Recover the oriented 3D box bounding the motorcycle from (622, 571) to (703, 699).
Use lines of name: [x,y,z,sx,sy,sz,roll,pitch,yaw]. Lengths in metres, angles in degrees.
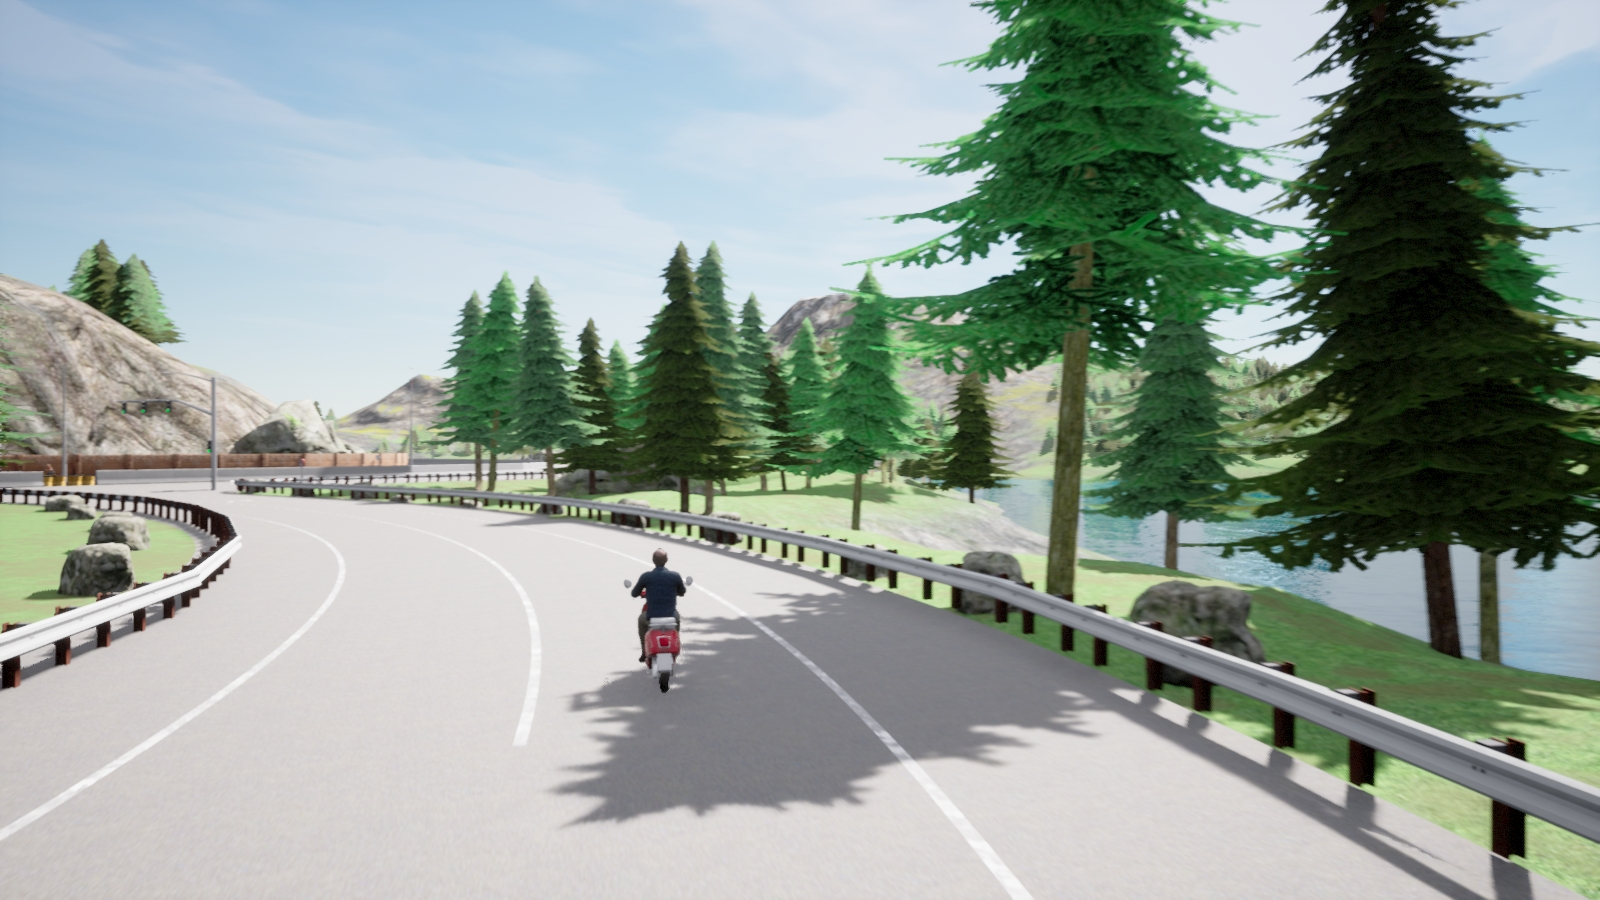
motorcycle: [-1.696,2.183,13.825,0.856,1.236,1.805,0,0,-11]
